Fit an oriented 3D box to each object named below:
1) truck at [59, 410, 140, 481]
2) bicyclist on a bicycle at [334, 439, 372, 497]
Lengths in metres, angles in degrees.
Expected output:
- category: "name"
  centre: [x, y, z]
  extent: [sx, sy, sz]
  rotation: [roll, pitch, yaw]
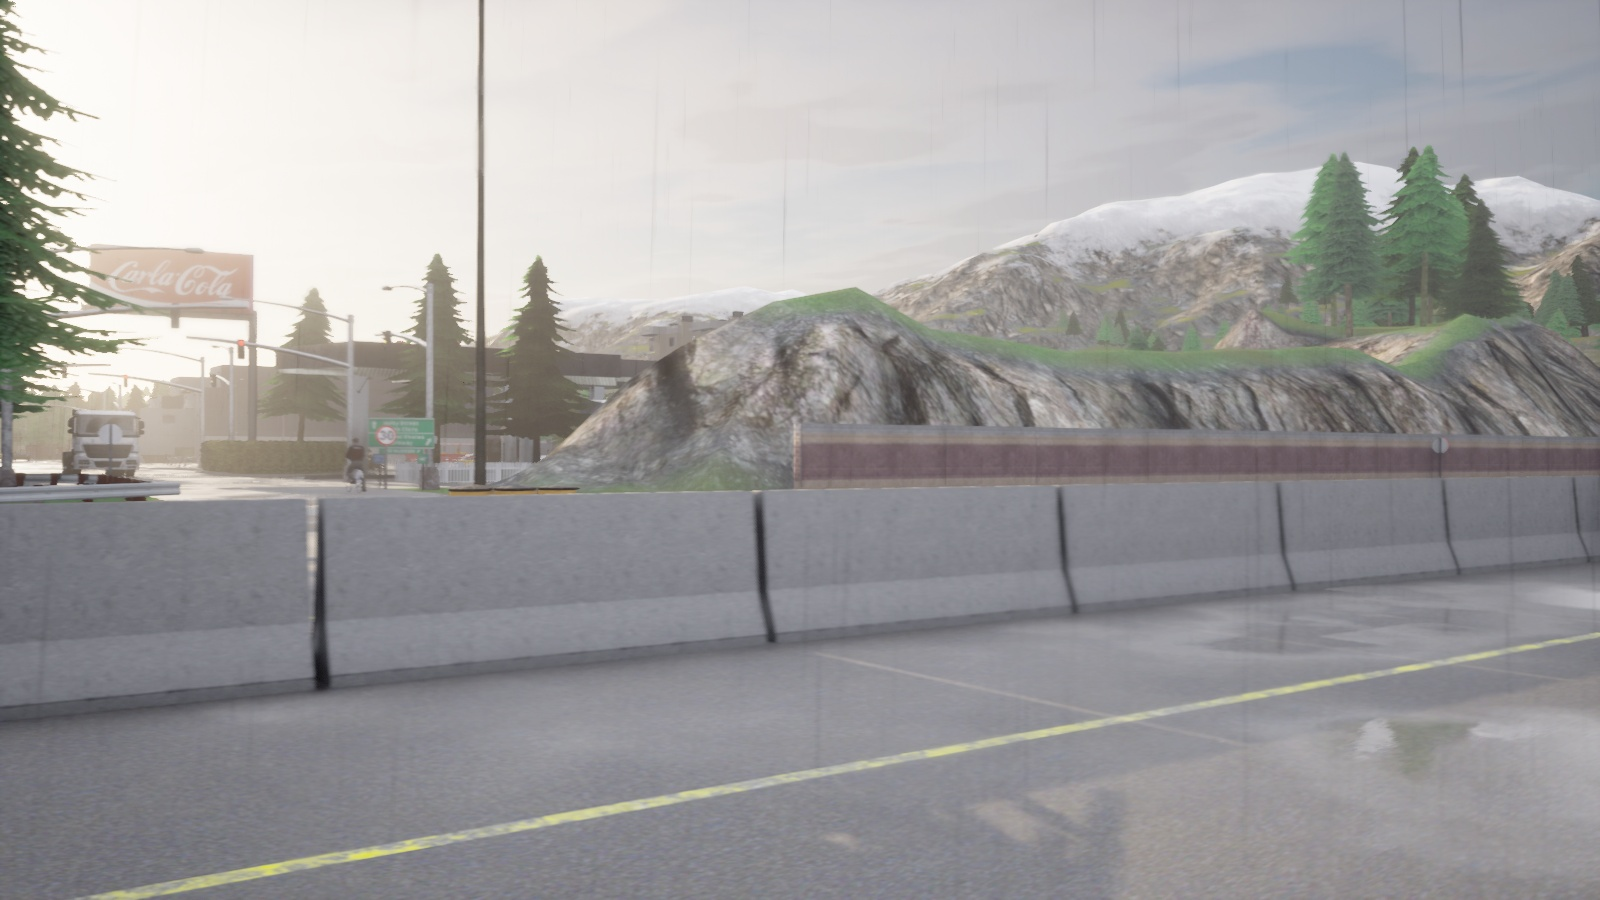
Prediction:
- category: "truck"
  centre: [-36.591, -0.178, 65.449]
  extent: [2.891, 3.462, 7.936]
  rotation: [0, -1, -35]
- category: "bicyclist on a bicycle"
  centre: [-14.089, 0.546, 39.555]
  extent: [0.659, 1.776, 1.843]
  rotation: [0, 0, -36]
